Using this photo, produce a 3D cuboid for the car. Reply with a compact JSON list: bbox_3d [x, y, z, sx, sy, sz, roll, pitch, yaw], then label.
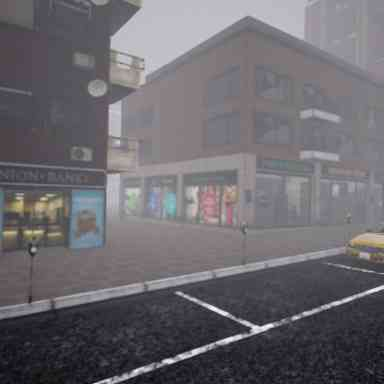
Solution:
[{"bbox_3d":[6.978,1.534,11.047,4.829,1.417,1.752,0,2,-35],"label":"car"}]
